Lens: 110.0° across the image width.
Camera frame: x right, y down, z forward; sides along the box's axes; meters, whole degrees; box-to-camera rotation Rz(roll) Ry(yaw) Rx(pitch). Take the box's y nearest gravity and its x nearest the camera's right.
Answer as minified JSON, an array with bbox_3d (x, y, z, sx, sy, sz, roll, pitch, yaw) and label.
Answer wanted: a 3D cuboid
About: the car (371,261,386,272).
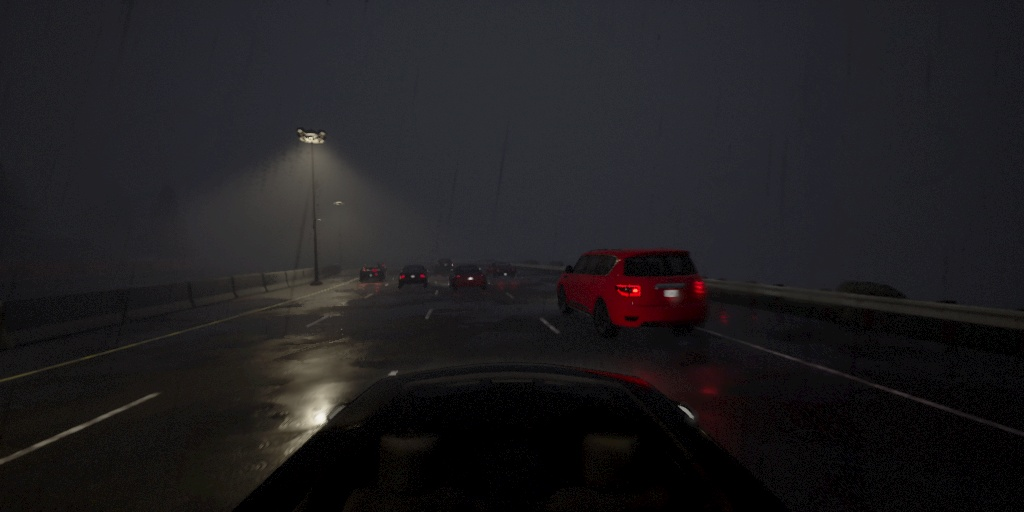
[{"bbox_3d":[-19.334,1.487,51.868,1.812,1.442,4.674,-1,0,-24],"label":"car"}]

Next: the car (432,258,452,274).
[{"bbox_3d":[-7.956,1.056,41.209,2.097,1.767,4.553,-2,0,-19],"label":"car"}]

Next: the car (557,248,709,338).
[{"bbox_3d":[2.879,0.831,9.914,2.150,2.045,5.566,-1,1,-7],"label":"car"}]

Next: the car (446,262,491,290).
[{"bbox_3d":[-2.779,1.252,22.057,1.994,1.385,4.181,-2,0,-12],"label":"car"}]

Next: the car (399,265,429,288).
[{"bbox_3d":[-6.794,1.333,24.818,2.033,1.411,5.357,-2,0,-13],"label":"car"}]

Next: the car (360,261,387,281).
[{"bbox_3d":[-12.371,1.389,31.973,2.128,1.511,4.902,-2,0,-16],"label":"car"}]

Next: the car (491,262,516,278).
[{"bbox_3d":[-1.105,1.177,31.139,1.895,1.301,4.718,-2,0,-14],"label":"car"}]
